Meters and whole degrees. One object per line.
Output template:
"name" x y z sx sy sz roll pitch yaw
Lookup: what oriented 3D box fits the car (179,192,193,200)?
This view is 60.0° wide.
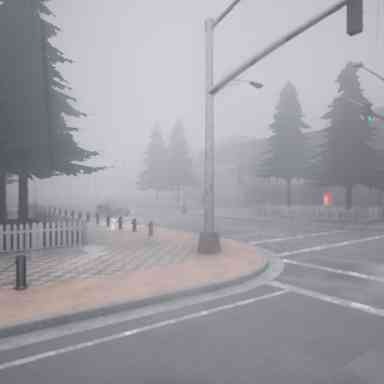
"car" -1.635 1.073 88.197 1.905 1.878 3.866 0 0 -37

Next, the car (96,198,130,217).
"car" -7.561 1.536 31.379 1.812 1.442 4.674 0 0 -37

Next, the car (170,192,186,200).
"car" -3.723 1.094 86.134 1.932 1.855 4.605 0 0 -37

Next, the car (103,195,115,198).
"car" -18.729 1.378 75.171 1.845 1.501 3.633 0 0 -37

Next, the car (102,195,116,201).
"car" -20.757 1.387 82.906 1.970 1.475 3.806 0 0 -37
